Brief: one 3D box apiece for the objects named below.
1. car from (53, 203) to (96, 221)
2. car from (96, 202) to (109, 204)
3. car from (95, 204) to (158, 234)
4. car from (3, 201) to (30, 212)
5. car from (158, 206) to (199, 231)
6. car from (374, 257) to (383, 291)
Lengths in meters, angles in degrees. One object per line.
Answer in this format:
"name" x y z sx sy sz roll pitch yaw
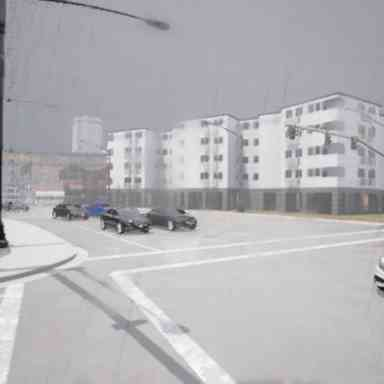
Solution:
"car" -10.915 1.753 29.926 1.837 1.490 4.892 1 -1 -43
"car" -8.858 1.787 32.804 1.882 1.535 5.008 1 -1 -44
"car" -4.238 1.720 20.863 1.837 1.490 4.892 1 -1 -34
"car" -22.958 1.829 42.918 4.181 1.385 1.994 0 -1 24
"car" -1.444 1.781 22.957 1.837 1.490 4.892 1 -1 -34
"car" 6.399 1.691 8.202 4.674 1.442 1.812 1 -1 -35
